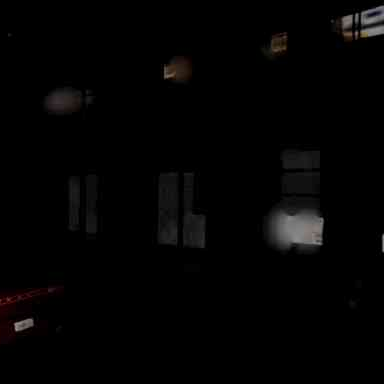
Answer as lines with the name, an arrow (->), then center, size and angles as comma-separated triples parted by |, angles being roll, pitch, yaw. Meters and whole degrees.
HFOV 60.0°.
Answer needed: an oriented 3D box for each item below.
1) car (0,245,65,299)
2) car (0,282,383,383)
car -> -3.913, 1.512, 5.455 | 4.507, 1.381, 1.887 | 0, 1, 35
car -> 0.701, 1.563, 2.170 | 4.313, 1.339, 1.947 | 0, 1, 35
